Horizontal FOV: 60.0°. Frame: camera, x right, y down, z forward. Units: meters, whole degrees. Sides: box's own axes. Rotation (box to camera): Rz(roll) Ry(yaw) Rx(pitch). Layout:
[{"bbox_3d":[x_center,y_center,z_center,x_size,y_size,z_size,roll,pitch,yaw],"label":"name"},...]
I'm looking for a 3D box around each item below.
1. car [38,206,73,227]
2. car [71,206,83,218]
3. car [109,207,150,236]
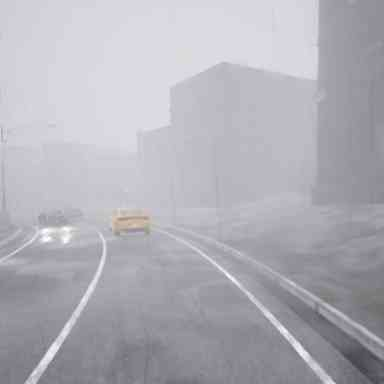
[{"bbox_3d":[-11.790,2.154,28.234,1.895,1.301,4.718,-2,-1,-31],"label":"car"},{"bbox_3d":[-13.938,2.330,37.606,1.994,1.385,4.181,-3,-1,-39],"label":"car"},{"bbox_3d":[-3.793,1.638,19.729,1.882,1.535,5.008,-1,-1,-19],"label":"car"}]
